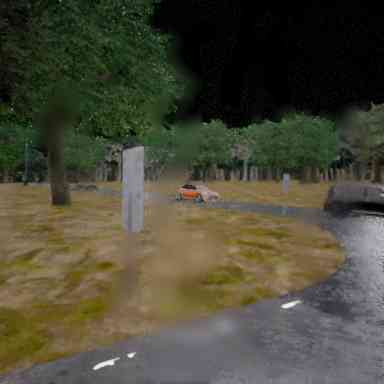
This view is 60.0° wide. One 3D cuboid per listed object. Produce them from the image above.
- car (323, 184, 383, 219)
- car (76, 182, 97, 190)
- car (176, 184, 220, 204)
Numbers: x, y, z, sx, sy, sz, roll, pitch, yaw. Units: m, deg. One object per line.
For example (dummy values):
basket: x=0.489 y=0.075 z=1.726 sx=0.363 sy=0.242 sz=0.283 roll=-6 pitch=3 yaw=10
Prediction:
car: x=10.158 y=0.639 z=18.494 sx=2.150 sy=2.045 sz=5.566 roll=1 pitch=2 yaw=-38
car: x=-16.681 y=-0.983 z=52.615 sx=1.895 sy=1.301 sz=4.718 roll=1 pitch=2 yaw=-38
car: x=0.557 y=0.082 z=30.698 sx=2.097 sy=1.767 sz=4.553 roll=1 pitch=2 yaw=-38
